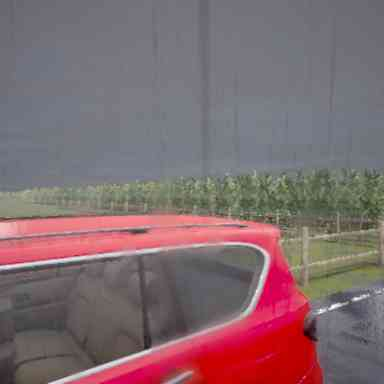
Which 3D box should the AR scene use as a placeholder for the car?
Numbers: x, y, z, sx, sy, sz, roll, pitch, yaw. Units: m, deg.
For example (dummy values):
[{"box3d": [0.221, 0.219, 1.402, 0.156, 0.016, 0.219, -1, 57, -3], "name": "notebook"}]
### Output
[{"box3d": [-1.538, 1.220, 1.973, 5.566, 2.045, 2.150, 1, 0, -35], "name": "car"}]
